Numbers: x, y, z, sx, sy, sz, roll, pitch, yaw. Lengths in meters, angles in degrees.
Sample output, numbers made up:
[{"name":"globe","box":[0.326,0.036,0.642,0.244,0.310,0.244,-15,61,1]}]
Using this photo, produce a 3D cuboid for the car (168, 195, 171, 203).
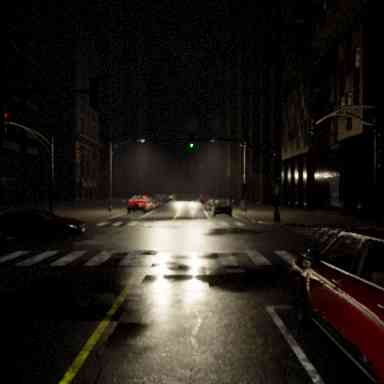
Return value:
[{"name":"car","box":[-5.779,1.464,64.864,1.967,1.590,4.097,0,0,0]}]

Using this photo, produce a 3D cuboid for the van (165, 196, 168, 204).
[{"name":"van","box":[-5.778,1.361,59.223,1.690,1.788,3.998,0,0,0]}]

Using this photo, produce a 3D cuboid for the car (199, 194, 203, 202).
[{"name":"car","box":[2.748,1.461,59.234,1.967,1.590,4.097,0,0,0]}]

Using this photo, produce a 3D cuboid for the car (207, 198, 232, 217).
[{"name":"car","box":[2.754,1.558,31.031,2.008,1.369,4.403,0,0,0]}]

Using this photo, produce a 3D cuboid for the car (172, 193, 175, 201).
[{"name":"car","box":[-5.782,1.605,81.786,1.947,1.339,4.313,0,0,0]}]

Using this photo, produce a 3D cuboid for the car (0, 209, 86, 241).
[{"name":"car","box":[-7.556,1.555,16.026,4.674,1.442,1.812,0,0,0]}]

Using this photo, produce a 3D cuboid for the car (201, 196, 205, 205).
[{"name":"car","box":[2.750,1.559,47.953,1.887,1.381,4.507,0,0,0]}]

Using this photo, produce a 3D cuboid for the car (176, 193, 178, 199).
[{"name":"car","box":[-5.785,1.618,93.067,1.947,1.339,4.313,0,0,0]}]

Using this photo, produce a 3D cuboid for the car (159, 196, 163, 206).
[{"name":"car","box":[-5.775,1.580,47.942,1.947,1.339,4.313,0,0,0]}]

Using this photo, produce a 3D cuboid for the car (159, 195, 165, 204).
[{"name":"car","box":[-5.776,1.599,53.582,1.802,1.307,4.206,0,0,0]}]

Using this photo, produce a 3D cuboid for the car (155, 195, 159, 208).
[{"name":"car","box":[-5.774,1.451,42.302,1.967,1.590,4.097,0,0,0]}]

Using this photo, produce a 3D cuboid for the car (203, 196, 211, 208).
[{"name":"car","box":[2.752,1.562,42.312,2.008,1.369,4.403,0,0,0]}]

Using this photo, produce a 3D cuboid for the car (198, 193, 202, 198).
[{"name":"car","box":[2.745,1.469,70.515,1.967,1.590,4.097,0,0,0]}]

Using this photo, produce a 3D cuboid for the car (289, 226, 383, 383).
[{"name":"car","box":[2.760,1.316,4.057,2.192,1.841,5.009,0,0,0]}]

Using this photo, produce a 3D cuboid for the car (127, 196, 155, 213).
[{"name":"car","box":[-5.773,1.324,36.660,2.192,1.841,5.009,0,0,0]}]

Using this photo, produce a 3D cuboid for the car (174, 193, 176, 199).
[{"name":"car","box":[-5.784,1.571,87.257,1.752,1.417,4.829,0,0,0]}]

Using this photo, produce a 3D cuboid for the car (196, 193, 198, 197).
[{"name":"car","box":[2.742,1.591,87.437,1.887,1.381,4.507,0,0,0]}]
